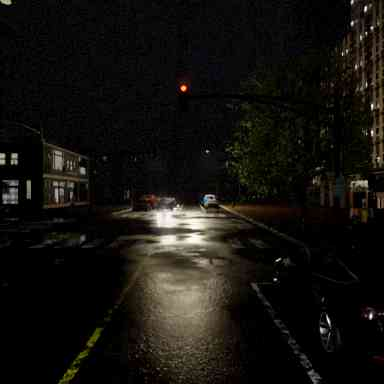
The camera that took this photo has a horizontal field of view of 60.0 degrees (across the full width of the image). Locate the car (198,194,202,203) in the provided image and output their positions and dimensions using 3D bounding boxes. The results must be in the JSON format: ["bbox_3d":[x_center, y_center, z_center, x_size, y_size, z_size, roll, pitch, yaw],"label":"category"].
[{"bbox_3d":[2.614,1.556,60.446,2.008,1.369,4.403,0,0,0],"label":"car"}]

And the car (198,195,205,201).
[{"bbox_3d":[2.578,1.534,88.371,1.752,1.417,4.829,0,0,0],"label":"car"}]

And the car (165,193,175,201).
[{"bbox_3d":[-5.802,1.324,88.187,2.192,1.841,5.009,0,0,0],"label":"car"}]

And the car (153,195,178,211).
[{"bbox_3d":[-3.145,1.494,40.006,2.128,1.511,4.902,0,0,0],"label":"car"}]

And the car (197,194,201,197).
[{"bbox_3d":[2.600,1.572,71.548,1.947,1.339,4.313,0,0,0],"label":"car"}]

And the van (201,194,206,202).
[{"bbox_3d":[2.630,1.345,49.344,1.690,1.788,3.998,0,0,0],"label":"van"}]

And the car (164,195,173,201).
[{"bbox_3d":[-5.795,1.558,82.636,2.008,1.369,4.403,0,0,0],"label":"car"}]

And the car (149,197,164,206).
[{"bbox_3d":[-5.758,1.555,54.881,2.008,1.369,4.403,0,0,0],"label":"car"}]

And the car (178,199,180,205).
[{"bbox_3d":[-3.166,1.567,49.137,1.994,1.385,4.181,0,0,-1],"label":"car"}]

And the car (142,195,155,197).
[{"bbox_3d":[-5.743,1.318,43.779,2.192,1.841,5.009,0,0,0],"label":"car"}]

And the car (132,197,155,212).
[{"bbox_3d":[-5.736,1.584,38.228,1.802,1.307,4.206,0,0,0],"label":"car"}]

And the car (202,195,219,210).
[{"bbox_3d":[2.636,1.528,43.962,1.752,1.417,4.829,0,0,0],"label":"car"}]

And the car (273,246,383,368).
[{"bbox_3d":[2.687,1.566,5.763,1.947,1.339,4.313,0,0,0],"label":"car"}]

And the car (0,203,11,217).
[{"bbox_3d":[-17.304,1.371,27.216,4.507,1.381,1.887,1,-1,-1],"label":"car"}]

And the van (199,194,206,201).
[{"bbox_3d":[2.587,1.349,82.650,1.690,1.788,3.998,0,0,0],"label":"van"}]
